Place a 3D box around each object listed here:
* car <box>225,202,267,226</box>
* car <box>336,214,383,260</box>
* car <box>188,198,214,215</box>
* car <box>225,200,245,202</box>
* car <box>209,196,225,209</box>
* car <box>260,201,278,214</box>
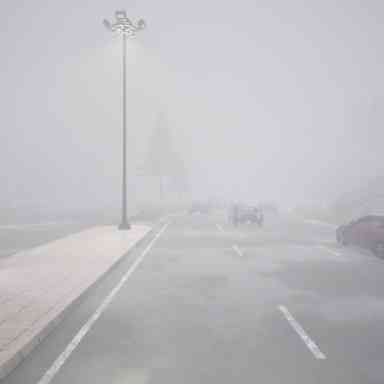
[{"bbox_3d":[3.634,1.601,23.374,1.895,1.301,4.718,0,0,1],"label":"car"},{"bbox_3d":[7.099,1.526,12.348,1.812,1.442,4.674,0,0,0],"label":"car"},{"bbox_3d":[0.862,1.601,34.333,1.895,1.301,4.718,0,0,8],"label":"car"},{"bbox_3d":[5.467,1.601,39.197,1.895,1.301,4.718,0,0,14],"label":"car"},{"bbox_3d":[3.282,1.352,44.345,2.097,1.767,4.553,0,0,16],"label":"car"},{"bbox_3d":[7.987,1.601,35.143,1.895,1.301,4.718,0,0,11],"label":"car"}]
